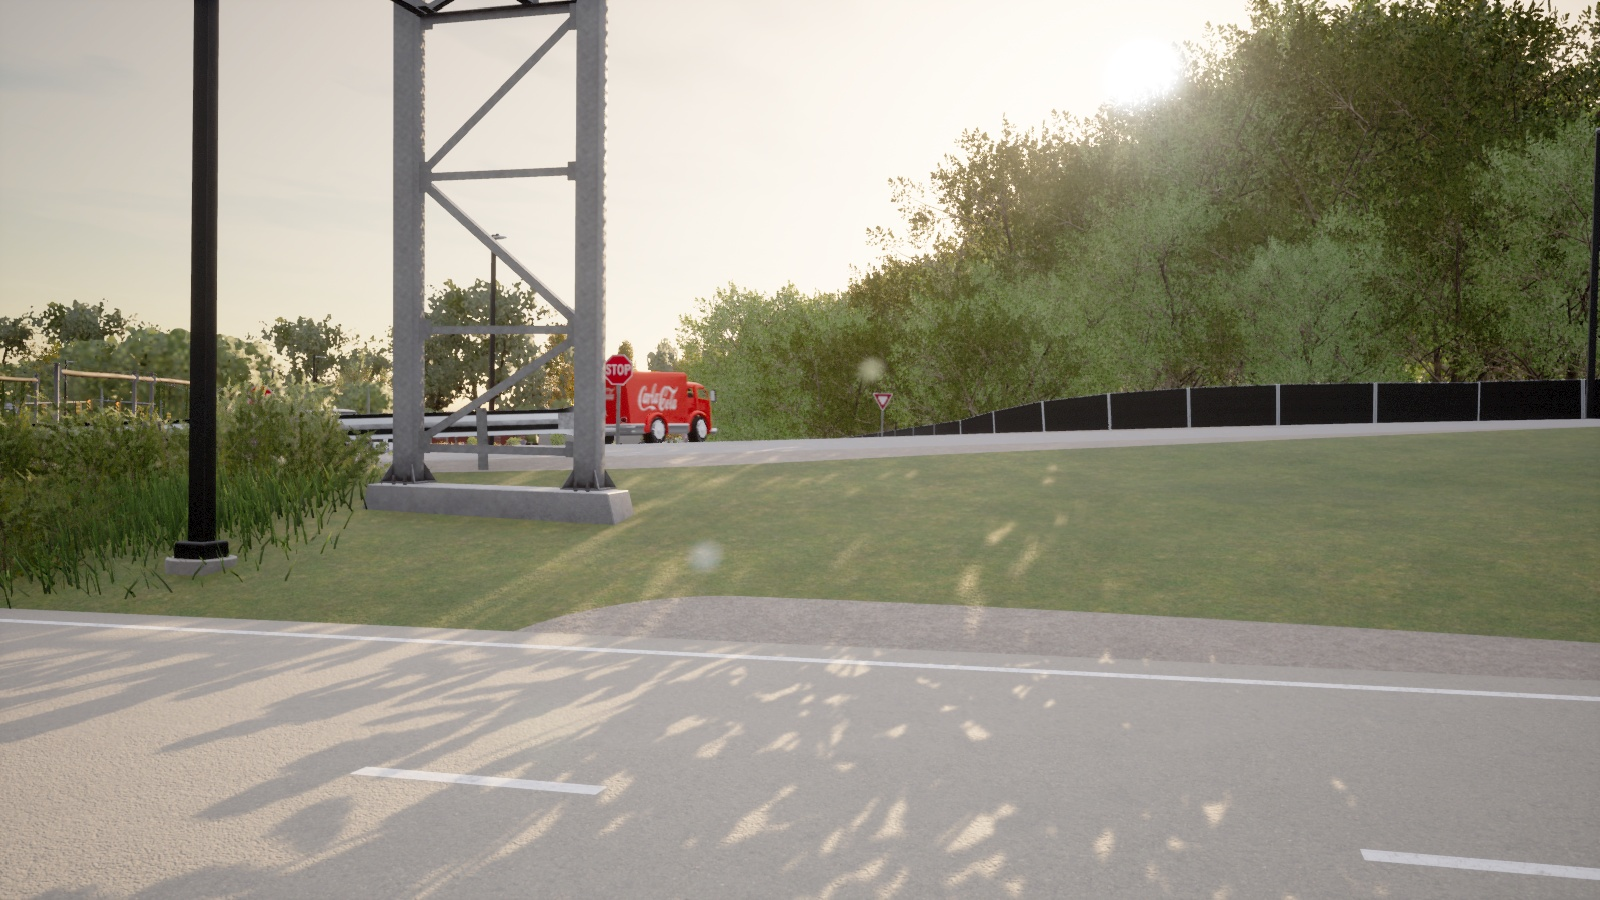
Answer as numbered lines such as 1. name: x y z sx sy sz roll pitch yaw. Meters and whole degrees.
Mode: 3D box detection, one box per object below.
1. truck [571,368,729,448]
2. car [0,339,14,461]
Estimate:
1. truck: -4.986 -1.392 42.530 2.627 2.467 5.204 -2 1 30
2. car: -14.554 -0.706 18.614 4.605 1.855 1.932 -1 1 4
